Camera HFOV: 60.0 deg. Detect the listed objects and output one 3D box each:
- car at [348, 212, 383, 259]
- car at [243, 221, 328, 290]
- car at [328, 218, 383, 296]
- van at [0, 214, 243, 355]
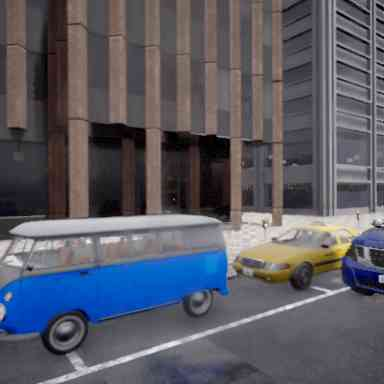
[{"bbox_3d":[7.963,1.495,12.338,4.403,1.369,2.008,0,0,-36],"label":"car"},{"bbox_3d":[3.237,1.493,8.964,4.829,1.417,1.752,0,0,-36],"label":"car"},{"bbox_3d":[5.683,1.184,7.436,5.566,2.045,2.150,0,0,-36],"label":"car"},{"bbox_3d":[-1.213,1.332,5.788,3.998,1.788,1.690,0,0,-36],"label":"van"}]
